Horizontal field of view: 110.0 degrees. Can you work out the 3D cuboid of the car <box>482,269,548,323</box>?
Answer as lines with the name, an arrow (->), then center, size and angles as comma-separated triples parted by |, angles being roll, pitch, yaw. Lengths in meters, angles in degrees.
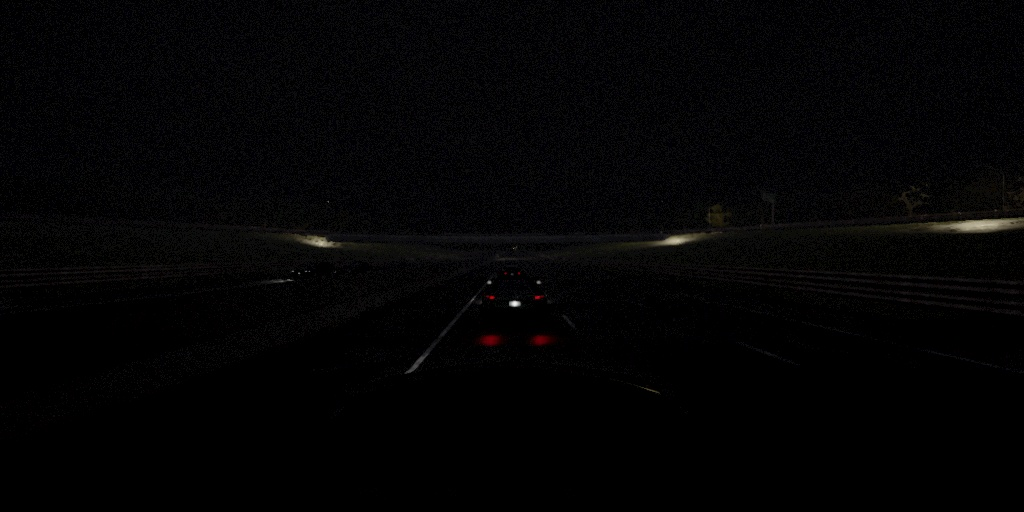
car -> 0.076, 1.309, 12.104 | 1.994, 1.385, 4.181 | 0, 0, 0

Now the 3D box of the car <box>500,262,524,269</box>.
car -> 0.011, 1.222, 29.633 | 1.812, 1.442, 4.674 | 0, 0, 0

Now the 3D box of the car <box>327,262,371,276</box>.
car -> -14.108, 1.240, 32.420 | 2.033, 1.411, 5.357 | 0, 0, 0

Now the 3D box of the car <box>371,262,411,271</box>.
car -> -10.606, 1.237, 32.711 | 2.033, 1.411, 5.357 | 0, 0, 0

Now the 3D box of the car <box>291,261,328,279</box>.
car -> -17.612, 1.202, 32.059 | 1.837, 1.490, 4.892 | 0, 0, 0
